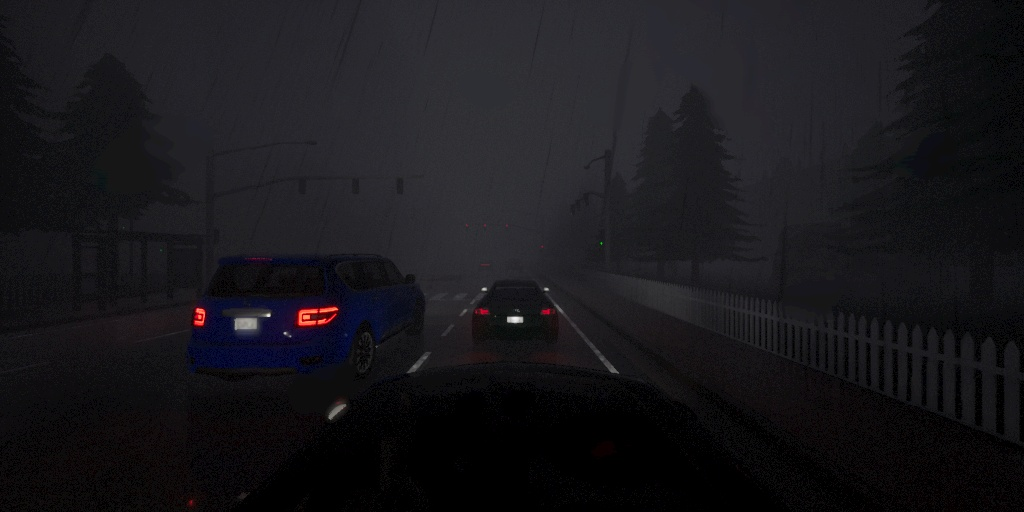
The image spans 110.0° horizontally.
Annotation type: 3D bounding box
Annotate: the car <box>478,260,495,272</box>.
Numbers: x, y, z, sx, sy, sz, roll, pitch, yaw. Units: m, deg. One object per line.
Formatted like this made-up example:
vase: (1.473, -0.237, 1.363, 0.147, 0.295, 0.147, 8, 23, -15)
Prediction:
car: (-3.225, 1.257, 45.585, 2.128, 1.511, 4.902, 0, 0, 1)

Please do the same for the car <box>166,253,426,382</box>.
car: (-3.404, 0.974, 7.304, 2.150, 2.045, 5.566, 0, 0, 0)

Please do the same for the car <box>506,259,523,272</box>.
car: (0.278, 1.117, 45.685, 2.097, 1.767, 4.553, 0, 0, 0)

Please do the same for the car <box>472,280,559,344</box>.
car: (0.089, 1.317, 9.584, 1.994, 1.385, 4.181, 0, 0, 1)
